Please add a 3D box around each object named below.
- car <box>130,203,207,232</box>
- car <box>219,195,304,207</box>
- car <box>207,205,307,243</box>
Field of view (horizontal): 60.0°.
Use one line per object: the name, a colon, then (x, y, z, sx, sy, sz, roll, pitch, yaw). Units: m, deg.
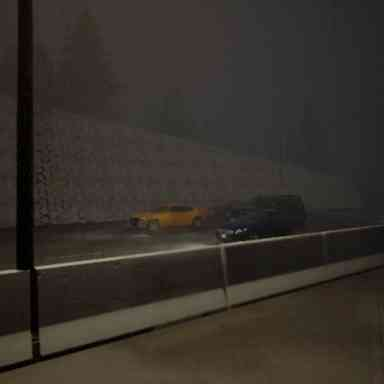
car: (-1.325, 1.455, 20.221, 5.008, 1.535, 1.882, 0, 0, -35)
car: (4.597, 1.191, 20.116, 5.566, 2.045, 2.150, 0, 0, -35)
car: (3.176, 1.502, 14.826, 4.674, 1.442, 1.812, 0, 0, -36)
